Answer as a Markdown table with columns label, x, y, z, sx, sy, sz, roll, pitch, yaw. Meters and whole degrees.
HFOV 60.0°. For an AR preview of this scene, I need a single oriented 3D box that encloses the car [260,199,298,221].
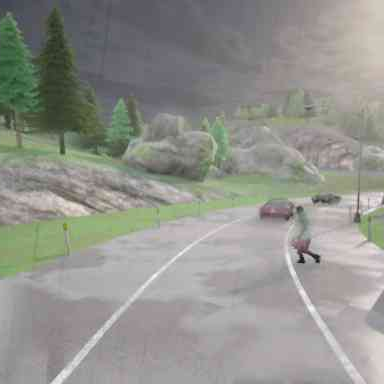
| label | x | y | z | sx | sy | sz | roll | pitch | yaw |
| --- | --- | --- | --- | --- | --- | --- | --- | --- | --- |
| car | 6.151 | 1.148 | 23.264 | 1.994 | 1.385 | 4.181 | 3 | 3 | 26 |

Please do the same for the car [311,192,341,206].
| label | x | y | z | sx | sy | sz | roll | pitch | yaw |
| --- | --- | --- | --- | --- | --- | --- | --- | --- | --- |
| car | 14.743 | 0.694 | 36.294 | 1.895 | 1.301 | 4.718 | 5 | 5 | 39 |

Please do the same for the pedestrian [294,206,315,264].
| label | x | y | z | sx | sy | sz | roll | pitch | yaw |
| --- | --- | --- | --- | --- | --- | --- | --- | --- | --- |
| pedestrian | 3.326 | 1.217 | 9.917 | 0.375 | 1.860 | 0.375 | -3 | 5 | 13 |
